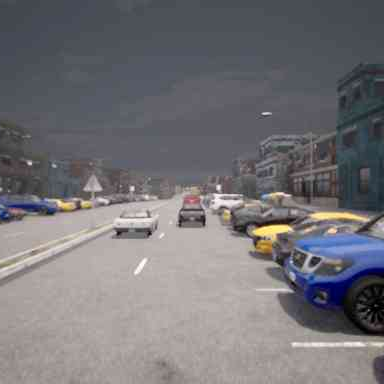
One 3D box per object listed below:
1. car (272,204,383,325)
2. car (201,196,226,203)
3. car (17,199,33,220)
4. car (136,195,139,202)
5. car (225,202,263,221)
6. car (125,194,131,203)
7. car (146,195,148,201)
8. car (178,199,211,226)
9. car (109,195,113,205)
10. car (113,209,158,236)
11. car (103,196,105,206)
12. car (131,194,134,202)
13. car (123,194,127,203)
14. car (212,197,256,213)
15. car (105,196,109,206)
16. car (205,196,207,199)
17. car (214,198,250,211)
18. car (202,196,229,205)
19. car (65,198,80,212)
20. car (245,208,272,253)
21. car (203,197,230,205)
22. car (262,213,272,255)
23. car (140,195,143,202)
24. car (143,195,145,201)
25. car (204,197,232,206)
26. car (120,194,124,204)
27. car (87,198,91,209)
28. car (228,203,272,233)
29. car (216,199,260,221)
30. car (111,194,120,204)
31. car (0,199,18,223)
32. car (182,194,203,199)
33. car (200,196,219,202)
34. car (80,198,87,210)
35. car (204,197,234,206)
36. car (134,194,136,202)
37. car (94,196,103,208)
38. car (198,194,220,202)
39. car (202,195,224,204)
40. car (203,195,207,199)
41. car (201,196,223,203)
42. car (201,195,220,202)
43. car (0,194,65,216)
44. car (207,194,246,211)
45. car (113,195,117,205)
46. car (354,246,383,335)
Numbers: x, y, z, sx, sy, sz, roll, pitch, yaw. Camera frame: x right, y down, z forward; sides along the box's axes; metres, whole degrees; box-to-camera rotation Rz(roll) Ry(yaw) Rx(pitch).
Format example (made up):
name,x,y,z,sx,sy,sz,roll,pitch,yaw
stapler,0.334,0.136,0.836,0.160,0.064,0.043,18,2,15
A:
name,x,y,z,sx,sy,sz,roll,pitch,yaw
car,4.650,1.237,6.291,5.566,2.045,2.435,0,0,0
car,4.678,1.687,72.982,5.366,1.575,1.946,0,0,0
car,-15.693,1.554,26.540,4.674,1.452,2.002,0,0,0
car,-15.942,1.736,78.930,5.008,1.535,2.097,0,0,0
car,4.646,1.531,20.181,4.792,1.488,2.163,0,0,0
car,-15.928,1.406,67.902,5.566,2.045,2.435,0,0,0
car,-15.977,1.661,92.707,5.566,2.045,2.435,0,-1,0
car,0.000,1.516,23.847,2.128,1.511,4.902,0,0,0
car,-15.838,1.618,54.079,4.674,1.452,2.002,0,0,0
car,-2.986,1.622,18.720,1.895,1.301,4.718,0,0,0
car,-15.788,1.585,48.602,4.792,1.488,2.163,0,0,0
car,-15.953,1.725,73.414,4.792,1.488,2.163,0,0,0
car,-15.859,1.668,65.142,4.792,1.488,2.163,0,0,0
car,4.610,1.400,36.889,4.553,1.767,2.185,0,0,0
car,-15.800,1.595,51.357,4.792,1.488,2.163,0,0,0
car,4.565,1.551,45.315,4.892,1.521,2.231,0,0,0
car,4.569,1.539,28.516,4.792,1.488,2.163,0,0,0
car,4.518,1.639,64.770,5.008,1.535,2.097,0,0,0
car,-15.944,1.521,37.566,5.366,1.575,1.946,0,0,0
car,4.653,1.495,11.850,5.008,1.535,2.097,0,0,0
car,4.513,1.625,61.990,4.892,1.521,2.231,0,0,0
car,4.656,1.493,9.070,4.892,1.521,2.231,0,0,0
car,-15.785,1.784,84.443,5.366,1.575,1.946,0,-1,0
car,-15.954,1.572,87.197,5.566,2.045,2.435,0,-1,0
car,4.555,1.638,59.212,4.792,1.488,2.163,0,0,0
car,-15.871,1.622,62.387,5.008,1.535,2.097,0,0,0
car,-15.978,1.534,43.080,5.366,1.575,1.946,0,0,0
car,4.629,1.500,17.525,5.008,1.535,2.097,0,0,0
car,4.575,1.536,25.738,4.792,1.488,2.163,0,0,0
car,-15.833,1.480,59.630,4.553,1.767,2.185,0,0,0
car,-15.667,1.514,23.783,5.008,1.535,2.097,0,0,0
car,-0.040,1.281,41.773,2.150,2.045,5.566,0,0,0
car,4.465,1.815,84.218,4.674,1.452,2.002,0,-1,0
car,-15.805,1.560,40.325,4.792,1.488,2.163,0,0,0
car,4.527,1.595,56.307,5.008,1.535,2.097,0,0,0
car,-15.966,1.590,76.173,4.553,1.767,2.185,0,0,0
car,-15.620,1.543,45.845,5.366,1.575,1.946,0,0,0
car,4.431,1.557,86.996,5.566,2.045,2.435,0,-1,0
car,4.472,1.547,70.320,4.553,1.767,2.185,0,0,0
car,4.545,1.583,53.528,4.892,1.521,2.231,0,0,0
car,4.493,1.709,75.761,4.892,1.521,2.231,0,0,0
car,4.442,1.624,81.442,4.553,1.767,2.185,0,-1,0
car,-15.696,1.265,32.055,5.566,2.045,2.435,0,0,0
car,4.613,1.268,34.077,5.566,2.045,2.435,0,0,0
car,-15.882,1.621,56.873,4.792,1.488,2.163,0,0,0
car,4.664,1.515,3.511,4.792,1.488,2.163,0,0,0
